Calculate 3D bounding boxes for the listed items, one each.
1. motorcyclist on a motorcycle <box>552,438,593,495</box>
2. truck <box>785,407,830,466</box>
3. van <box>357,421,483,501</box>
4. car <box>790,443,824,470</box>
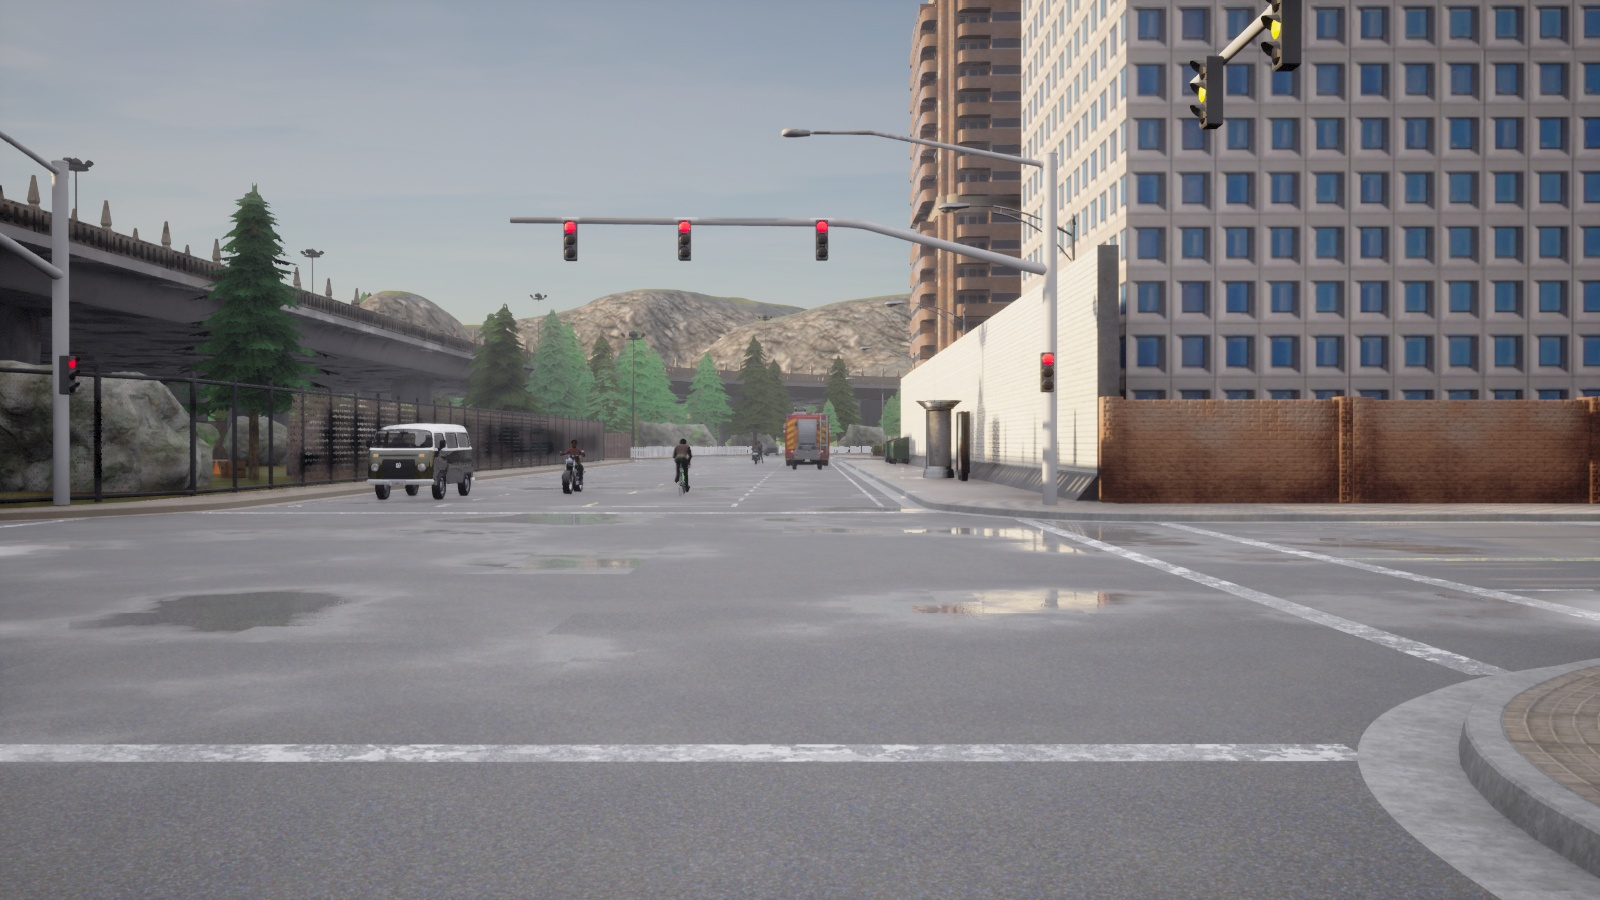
[{"bbox_3d":[-6.781,0.480,37.514,0.766,1.649,2.350,0,0,0],"label":"motorcyclist on a motorcycle"},{"bbox_3d":[0.478,-0.897,84.906,2.891,3.827,8.468,0,0,0],"label":"truck"},{"bbox_3d":[-10.298,0.267,34.391,2.069,2.038,4.480,0,0,0],"label":"van"},{"bbox_3d":[0.403,0.360,71.176,1.845,1.501,3.633,0,0,0],"label":"car"}]
